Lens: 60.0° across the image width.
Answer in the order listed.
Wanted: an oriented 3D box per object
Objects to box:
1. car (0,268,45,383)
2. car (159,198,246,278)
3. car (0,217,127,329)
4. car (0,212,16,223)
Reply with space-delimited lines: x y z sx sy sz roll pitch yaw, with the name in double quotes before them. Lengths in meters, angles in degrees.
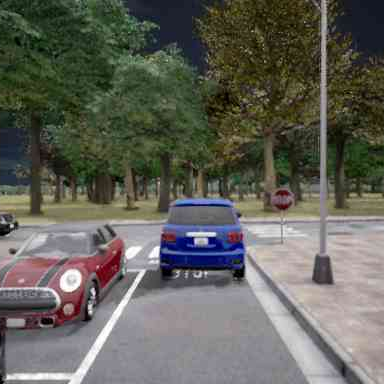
"car" -2.647 1.563 1.544 1.947 1.339 4.313 -1 0 0
"car" 0.376 1.202 10.211 2.150 2.045 5.566 0 0 4
"car" -2.647 1.426 6.979 1.967 1.590 4.097 -1 0 0
"car" -11.869 1.407 16.800 5.566 2.045 2.150 -1 1 0
